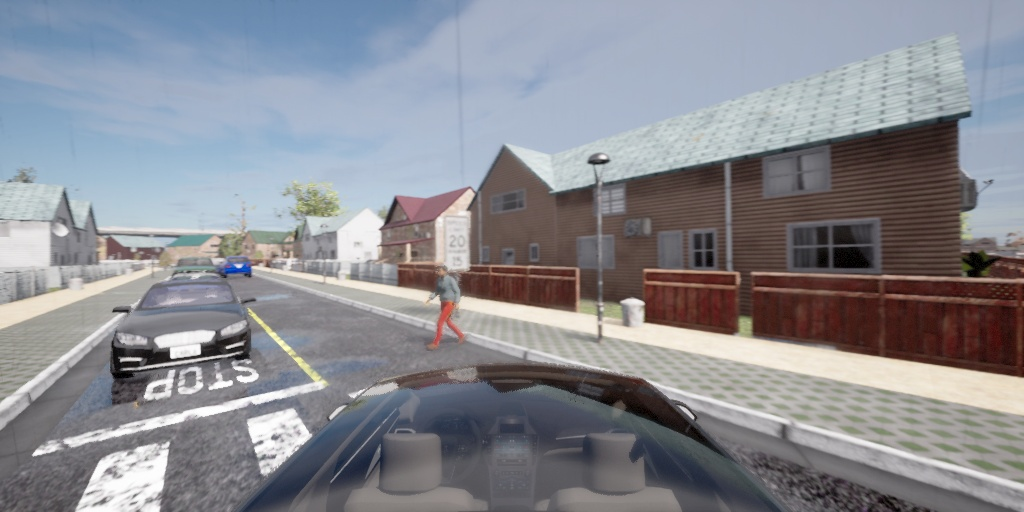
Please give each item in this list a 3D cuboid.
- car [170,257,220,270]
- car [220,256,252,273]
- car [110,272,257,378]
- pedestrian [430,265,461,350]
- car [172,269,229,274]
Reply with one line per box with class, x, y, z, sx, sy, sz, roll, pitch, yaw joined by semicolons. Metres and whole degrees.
car;-21.462;1.075;24.347;2.150;2.045;5.566;-1;0;-41
car;-26.614;1.069;34.620;2.150;2.045;5.566;-1;1;-41
car;-6.830;1.284;7.683;2.128;1.511;4.902;-1;0;-39
pedestrian;-1.426;1.026;7.677;0.375;1.860;0.375;0;-1;-41
car;-13.547;1.422;15.377;1.895;1.301;4.718;-1;0;-41
